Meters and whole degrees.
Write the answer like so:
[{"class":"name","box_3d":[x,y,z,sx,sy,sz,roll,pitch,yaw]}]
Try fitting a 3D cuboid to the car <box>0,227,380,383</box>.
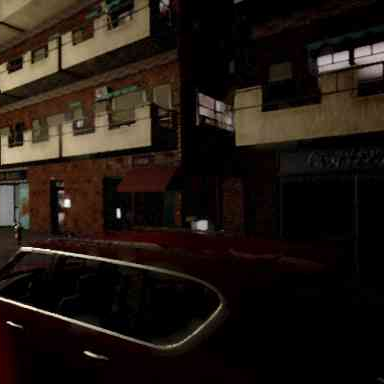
[{"class":"car","box_3d":[-0.829,1.315,3.481,5.009,1.841,2.192,0,-1,36]}]
